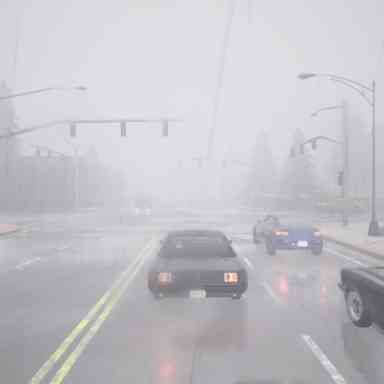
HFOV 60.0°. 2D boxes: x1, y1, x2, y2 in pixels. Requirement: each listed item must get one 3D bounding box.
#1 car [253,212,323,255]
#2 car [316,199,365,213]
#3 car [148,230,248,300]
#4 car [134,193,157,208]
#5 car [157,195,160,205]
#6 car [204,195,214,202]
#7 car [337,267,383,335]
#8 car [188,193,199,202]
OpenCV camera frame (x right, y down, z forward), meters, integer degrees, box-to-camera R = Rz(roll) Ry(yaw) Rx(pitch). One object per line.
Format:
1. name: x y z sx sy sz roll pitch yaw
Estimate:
1. car: 3.633 1.526 13.153 1.812 1.442 4.674 0 0 0
2. car: 16.069 1.478 36.137 5.008 1.535 1.882 0 0 0
3. car: 0.097 1.601 8.361 1.895 1.301 4.718 0 0 0
4. car: -6.882 1.224 48.320 2.150 2.045 5.566 0 0 1
5. car: -6.827 1.352 58.998 2.097 1.767 4.553 0 0 1
6. car: 3.810 1.355 75.038 2.097 1.767 4.553 0 0 0
7. car: 3.612 1.601 4.050 1.895 1.301 4.718 0 0 0
8. car: 0.306 1.225 74.932 2.150 2.045 5.566 0 0 0
